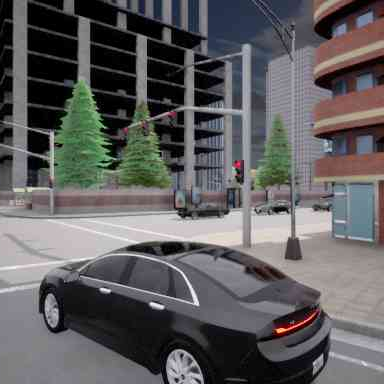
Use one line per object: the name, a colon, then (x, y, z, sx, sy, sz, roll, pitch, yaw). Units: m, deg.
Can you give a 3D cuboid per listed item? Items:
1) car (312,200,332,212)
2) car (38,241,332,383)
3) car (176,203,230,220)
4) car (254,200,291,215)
car: (16.646, 1.407, 40.273, 4.553, 1.767, 2.097, 0, 0, -35)
car: (-0.534, 1.505, 5.001, 4.892, 1.490, 1.837, 0, 0, 41)
car: (0.983, 1.656, 29.065, 4.718, 1.301, 1.895, 0, 0, -36)
car: (8.563, 1.547, 34.501, 4.902, 1.511, 2.128, 0, 0, -36)
